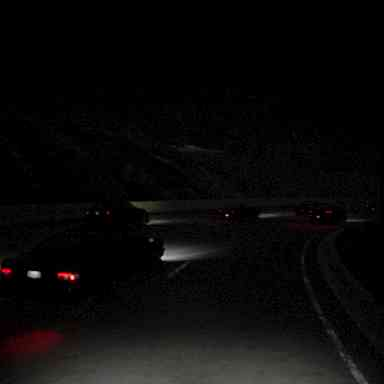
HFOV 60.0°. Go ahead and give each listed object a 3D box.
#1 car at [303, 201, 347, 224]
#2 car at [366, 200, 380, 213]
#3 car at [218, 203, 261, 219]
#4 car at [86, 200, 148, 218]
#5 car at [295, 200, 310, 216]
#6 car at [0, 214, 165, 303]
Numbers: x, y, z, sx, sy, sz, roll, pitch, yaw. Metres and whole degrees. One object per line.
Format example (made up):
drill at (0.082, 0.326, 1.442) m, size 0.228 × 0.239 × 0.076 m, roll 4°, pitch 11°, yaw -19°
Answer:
car at (10.585, 1.613, 25.859) m, size 1.812 × 1.442 × 4.674 m, roll 0°, pitch 0°, yaw 39°
car at (21.437, 1.695, 38.259) m, size 1.812 × 1.442 × 4.674 m, roll 0°, pitch 0°, yaw 42°
car at (4.284, 1.647, 29.259) m, size 1.895 × 1.301 × 4.718 m, roll 0°, pitch 0°, yaw 38°
car at (-4.816, 1.331, 22.007) m, size 2.097 × 1.767 × 4.553 m, roll 0°, pitch 0°, yaw 26°
car at (11.878, 1.578, 32.760) m, size 1.882 × 1.535 × 5.008 m, roll 0°, pitch 0°, yaw 41°
car at (-2.280, 1.536, 8.430) m, size 2.033 × 1.411 × 5.357 m, roll 0°, pitch 0°, yaw 13°
